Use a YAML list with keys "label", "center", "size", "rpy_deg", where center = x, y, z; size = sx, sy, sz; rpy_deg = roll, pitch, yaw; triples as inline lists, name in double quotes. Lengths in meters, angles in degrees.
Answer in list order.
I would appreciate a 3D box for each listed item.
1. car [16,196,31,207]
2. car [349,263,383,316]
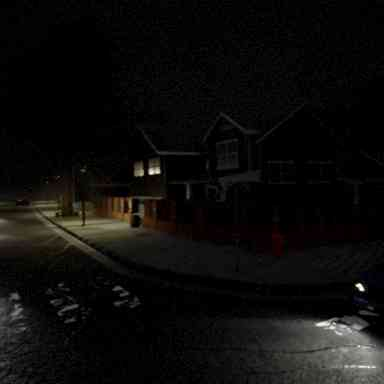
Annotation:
- label: "car"
  center: [-25.675, 1.394, 50.687]
  size: [2.128, 1.511, 4.902]
  rpy_deg: [-2, 1, -25]
- label: "car"
  center: [5.473, 1.607, 6.681]
  size: [5.357, 1.411, 2.033]
  rpy_deg: [1, 0, -33]
